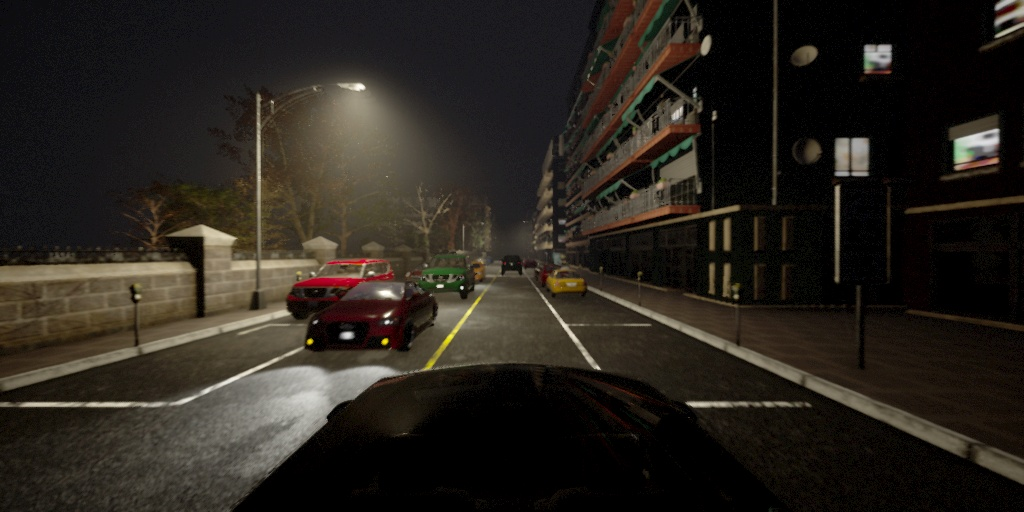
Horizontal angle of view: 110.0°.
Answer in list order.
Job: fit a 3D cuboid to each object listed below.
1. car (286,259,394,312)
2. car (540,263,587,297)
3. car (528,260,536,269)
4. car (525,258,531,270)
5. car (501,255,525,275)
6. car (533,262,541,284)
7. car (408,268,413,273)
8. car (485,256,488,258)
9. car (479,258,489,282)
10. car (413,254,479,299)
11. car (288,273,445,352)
[{"bbox_3d":[-5.696,1.041,12.763,2.192,1.841,5.009,0,0,0],"label":"car"},{"bbox_3d":[2.681,1.243,18.473,1.751,1.417,4.829,0,0,0],"label":"car"},{"bbox_3d":[2.675,1.248,29.374,2.007,1.370,4.403,0,0,0],"label":"car"},{"bbox_3d":[2.664,1.207,51.514,1.888,1.381,4.507,0,0,0],"label":"car"},{"bbox_3d":[-0.018,0.905,37.702,2.150,2.045,5.566,0,0,0],"label":"car"},{"bbox_3d":[2.678,1.252,23.838,1.888,1.381,4.507,0,0,0],"label":"car"},{"bbox_3d":[-5.702,1.146,23.833,1.967,1.591,4.097,0,0,0],"label":"car"},{"bbox_3d":[-5.722,1.170,62.409,1.751,1.417,4.829,0,0,0],"label":"car"},{"bbox_3d":[-3.103,1.177,28.337,1.882,1.535,5.008,0,0,0],"label":"car"},{"bbox_3d":[-3.111,0.938,18.190,2.150,2.045,5.566,0,0,0],"label":"car"},{"bbox_3d":[-3.104,1.299,8.737,1.994,1.385,4.181,0,0,0],"label":"car"}]
